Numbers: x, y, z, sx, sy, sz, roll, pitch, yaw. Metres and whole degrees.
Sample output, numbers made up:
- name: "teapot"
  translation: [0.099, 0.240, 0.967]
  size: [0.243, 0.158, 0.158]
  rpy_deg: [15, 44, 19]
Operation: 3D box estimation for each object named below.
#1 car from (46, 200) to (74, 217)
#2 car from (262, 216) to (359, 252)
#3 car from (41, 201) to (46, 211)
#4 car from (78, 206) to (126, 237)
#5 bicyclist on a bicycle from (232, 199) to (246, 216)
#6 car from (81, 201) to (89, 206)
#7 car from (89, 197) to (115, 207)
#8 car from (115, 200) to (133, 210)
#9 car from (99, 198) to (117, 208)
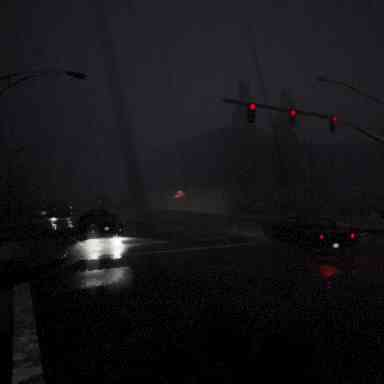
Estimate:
- name: "car"
  translation: [-14.219, 1.740, 36.159]
  size: [2.097, 1.767, 4.553]
  rpy_deg: [0, -1, -28]
- name: "car"
  translation: [4.807, 1.690, 14.423]
  size: [1.895, 1.301, 4.718]
  rpy_deg: [0, 0, -13]
- name: "car"
  translation: [-22.202, 2.044, 51.484]
  size: [1.882, 1.535, 5.008]
  rpy_deg: [0, -1, -28]
- name: "car"
  translation: [-5.388, 1.758, 19.374]
  size: [1.994, 1.385, 4.181]
  rpy_deg: [0, 0, -27]
- name: "bicyclist on a bicycle"
  translation: [4.588, 1.538, 32.611]
  size: [1.656, 1.620, 0.582]
  rpy_deg: [0, 0, -28]
- name: "car"
  translation: [-18.669, 2.207, 59.787]
  size: [1.895, 1.301, 4.718]
  rpy_deg: [0, -1, -28]
- name: "car"
  translation: [-13.640, 1.719, 50.367]
  size: [2.150, 2.045, 5.566]
  rpy_deg: [0, -1, -25]
- name: "car"
  translation: [-10.890, 1.976, 52.655]
  size: [1.882, 1.535, 5.008]
  rpy_deg: [0, -1, -27]
- name: "car"
  translation: [-15.547, 1.951, 61.370]
  size: [2.097, 1.767, 4.553]
  rpy_deg: [0, -1, -28]
